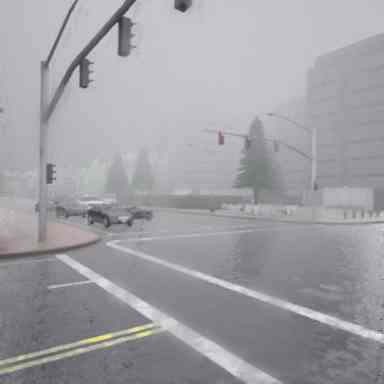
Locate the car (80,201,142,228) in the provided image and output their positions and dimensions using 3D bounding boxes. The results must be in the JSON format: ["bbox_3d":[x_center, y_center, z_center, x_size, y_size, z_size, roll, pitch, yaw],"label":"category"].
[{"bbox_3d":[-5.753,1.601,23.176,2.128,1.511,4.902,1,-1,-36],"label":"car"}]

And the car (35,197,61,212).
[{"bbox_3d":[-16.955,1.634,38.753,1.812,1.442,4.674,1,-1,-36],"label":"car"}]

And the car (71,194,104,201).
[{"bbox_3d":[-11.146,1.374,36.666,2.150,2.045,5.566,1,-1,-36],"label":"car"}]

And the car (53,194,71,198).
[{"bbox_3d":[-17.965,1.372,46.183,2.150,2.045,5.566,1,0,-36],"label":"car"}]

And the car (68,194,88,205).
[{"bbox_3d":[-22.080,1.463,64.203,2.150,2.045,5.566,1,-1,-36],"label":"car"}]

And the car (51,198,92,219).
[{"bbox_3d":[-11.178,1.613,30.703,1.837,1.490,4.892,1,-1,-36],"label":"car"}]

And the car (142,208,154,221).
[{"bbox_3d":[-5.071,1.754,28.204,1.895,1.301,4.718,1,-1,-36],"label":"car"}]
